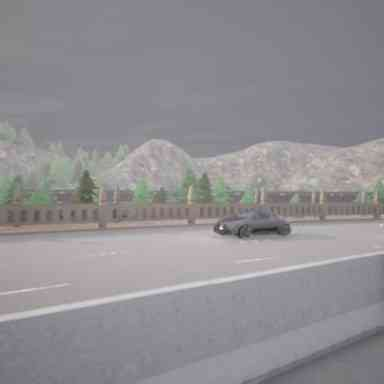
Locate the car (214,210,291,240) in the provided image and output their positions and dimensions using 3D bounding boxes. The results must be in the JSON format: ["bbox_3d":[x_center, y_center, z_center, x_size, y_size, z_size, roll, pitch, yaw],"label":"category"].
[{"bbox_3d":[3.264,1.687,17.910,4.181,1.385,1.994,1,0,-28],"label":"car"}]
